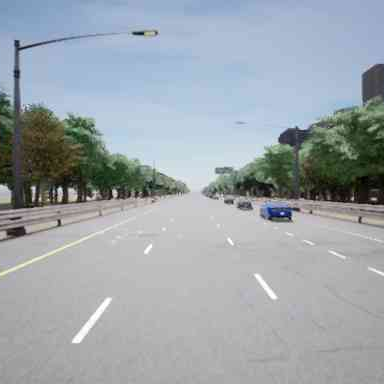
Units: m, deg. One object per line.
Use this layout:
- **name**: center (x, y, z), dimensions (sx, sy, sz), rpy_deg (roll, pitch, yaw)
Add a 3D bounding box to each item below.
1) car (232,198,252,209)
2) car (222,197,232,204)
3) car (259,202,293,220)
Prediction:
- **car**: center (7.132, 1.637, 46.044), dimensions (1.812, 1.442, 4.674), rpy_deg (0, 0, 0)
- **car**: center (7.261, 1.687, 65.974), dimensions (1.812, 1.442, 4.674), rpy_deg (0, 0, 0)
- **car**: center (7.055, 1.550, 28.362), dimensions (1.882, 1.535, 5.008), rpy_deg (0, 0, 0)
